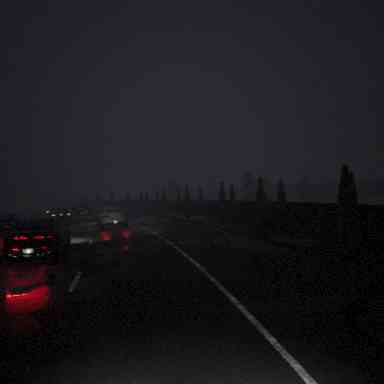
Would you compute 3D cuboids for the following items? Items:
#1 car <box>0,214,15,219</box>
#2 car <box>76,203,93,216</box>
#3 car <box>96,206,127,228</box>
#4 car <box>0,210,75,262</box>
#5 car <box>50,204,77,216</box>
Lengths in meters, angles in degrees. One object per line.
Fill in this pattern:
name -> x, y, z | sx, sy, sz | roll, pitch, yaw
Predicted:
car -> -12.196, 2.088, 21.431 | 1.895, 1.301, 4.718 | -2, 0, -19
car -> -13.484, 2.079, 40.546 | 1.837, 1.490, 4.892 | -2, 0, -30
car -> -5.973, 1.793, 24.548 | 1.812, 1.442, 4.674 | -2, 0, -20
car -> -6.102, 1.754, 13.499 | 1.837, 1.490, 4.892 | -2, 0, -15
car -> -12.397, 2.062, 31.078 | 2.033, 1.411, 5.357 | -2, 0, -25
